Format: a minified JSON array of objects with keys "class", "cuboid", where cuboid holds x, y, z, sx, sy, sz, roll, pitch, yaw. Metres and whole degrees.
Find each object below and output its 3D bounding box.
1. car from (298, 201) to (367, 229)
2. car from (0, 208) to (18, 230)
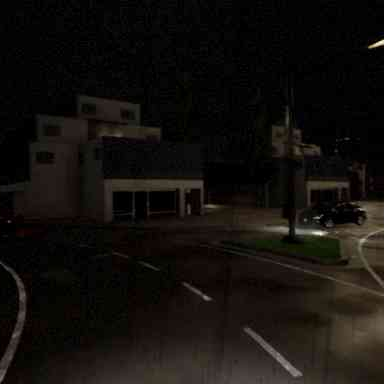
[{"class":"car","cuboid":[8.728,1.373,20.574,4.892,1.490,1.837,-1,0,-29]},{"class":"car","cuboid":[-13.253,1.639,20.600,5.008,1.535,1.882,-1,0,17]}]
